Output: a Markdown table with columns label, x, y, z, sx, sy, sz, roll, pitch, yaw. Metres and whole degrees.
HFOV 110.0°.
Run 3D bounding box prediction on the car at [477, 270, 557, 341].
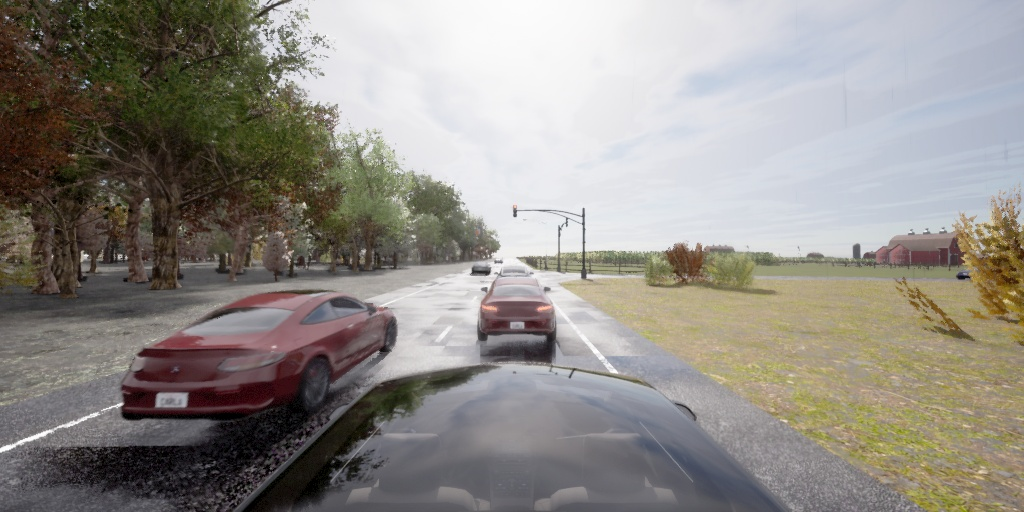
| label | x | y | z | sx | sy | sz | roll | pitch | yaw |
| --- | --- | --- | --- | --- | --- | --- | --- | --- | --- |
| car | 0.112 | 1.278 | 9.759 | 1.812 | 1.442 | 4.674 | 0 | 0 | 0 |

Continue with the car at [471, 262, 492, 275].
| label | x | y | z | sx | sy | sz | roll | pitch | yaw |
| --- | --- | --- | --- | --- | --- | --- | --- | --- | --- |
| car | -3.386 | 1.323 | 40.086 | 1.994 | 1.385 | 4.181 | 0 | 0 | 0 |

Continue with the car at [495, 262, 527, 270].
| label | x | y | z | sx | sy | sz | roll | pitch | yaw |
| --- | --- | --- | --- | --- | --- | --- | --- | --- | --- |
| car | 0.105 | 1.260 | 19.021 | 1.837 | 1.490 | 4.892 | 0 | 0 | 0 |

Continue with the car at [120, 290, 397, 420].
| label | x | y | z | sx | sy | sz | roll | pitch | yaw |
| --- | --- | --- | --- | --- | --- | --- | --- | --- | --- |
| car | -3.397 | 1.277 | 5.884 | 1.812 | 1.442 | 4.674 | 0 | 0 | 0 |

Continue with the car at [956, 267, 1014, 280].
| label | x | y | z | sx | sy | sz | roll | pitch | yaw |
| --- | --- | --- | --- | --- | --- | --- | --- | --- | --- |
| car | 48.945 | 1.847 | 37.114 | 4.181 | 1.385 | 1.994 | 1 | -1 | 0 |
